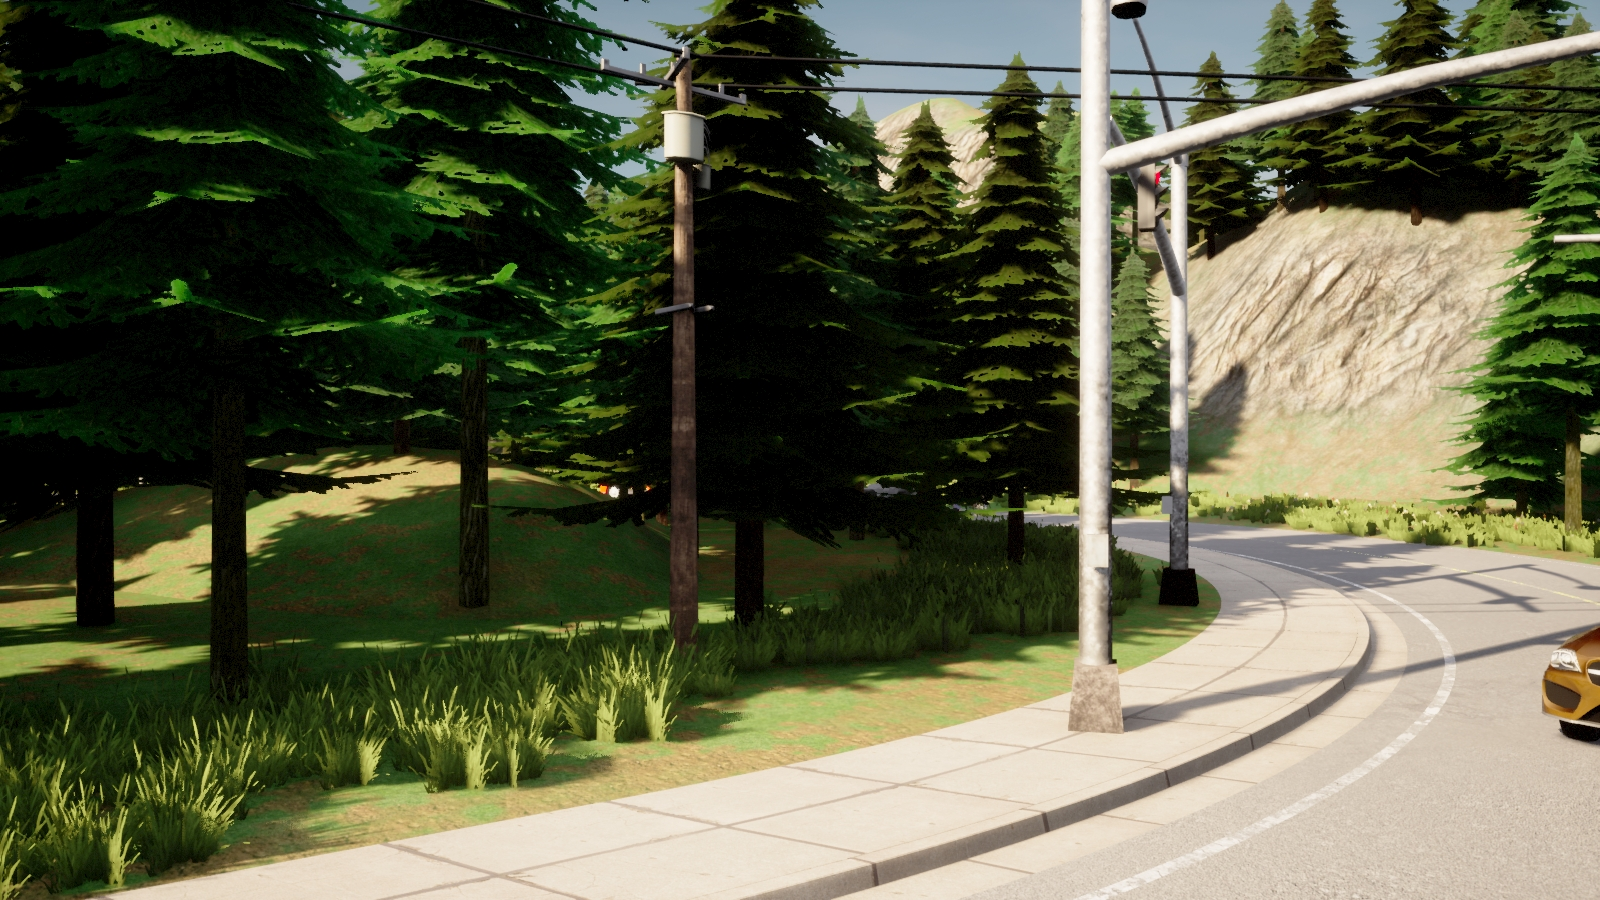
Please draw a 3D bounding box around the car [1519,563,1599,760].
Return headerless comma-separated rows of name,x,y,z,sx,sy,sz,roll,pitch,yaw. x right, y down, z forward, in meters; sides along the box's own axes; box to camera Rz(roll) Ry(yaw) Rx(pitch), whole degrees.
car,9.577,1.970,11.147,5.027,1.651,2.152,0,0,-29
